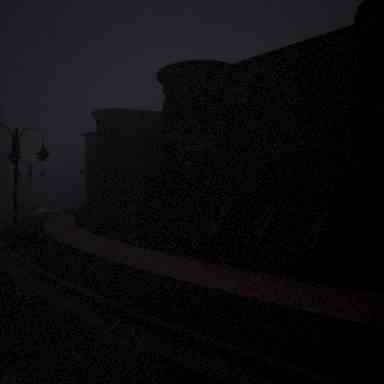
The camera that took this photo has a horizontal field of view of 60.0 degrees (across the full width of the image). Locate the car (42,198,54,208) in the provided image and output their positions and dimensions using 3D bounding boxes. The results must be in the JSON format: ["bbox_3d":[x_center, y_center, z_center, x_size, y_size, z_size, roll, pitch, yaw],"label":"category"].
[{"bbox_3d":[-22.168,1.578,48.527,1.882,1.535,5.008,0,-1,7],"label":"car"}]

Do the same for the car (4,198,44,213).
[{"bbox_3d":[-19.236,1.672,37.934,1.895,1.301,4.718,0,0,0],"label":"car"}]
